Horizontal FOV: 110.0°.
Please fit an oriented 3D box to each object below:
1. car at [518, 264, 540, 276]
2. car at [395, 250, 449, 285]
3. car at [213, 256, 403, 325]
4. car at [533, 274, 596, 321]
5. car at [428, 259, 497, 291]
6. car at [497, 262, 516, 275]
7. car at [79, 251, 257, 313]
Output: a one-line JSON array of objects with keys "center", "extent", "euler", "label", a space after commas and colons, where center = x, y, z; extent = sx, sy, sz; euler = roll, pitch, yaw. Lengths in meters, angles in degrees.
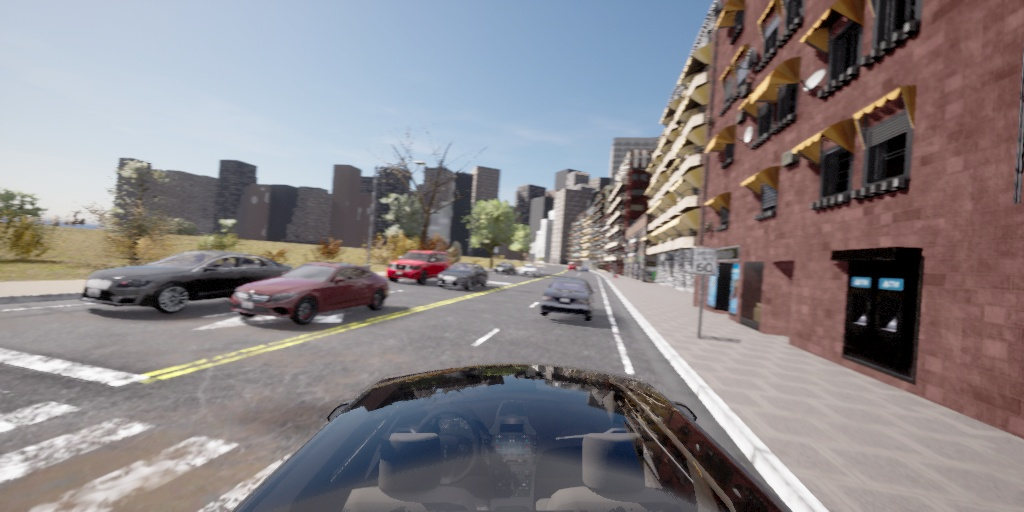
[{"center": [2.188, 1.736, 42.794], "extent": [1.812, 1.442, 4.674], "euler": [4, -1, 13], "label": "car"}, {"center": [-5.747, 0.651, 22.989], "extent": [2.150, 2.045, 5.566], "euler": [4, 0, 13], "label": "car"}, {"center": [-5.328, 0.904, 10.278], "extent": [1.812, 1.442, 4.674], "euler": [4, 0, 14], "label": "car"}, {"center": [2.299, 1.567, 14.243], "extent": [2.033, 1.411, 5.357], "euler": [4, 0, 13], "label": "car"}, {"center": [-2.791, 1.151, 21.469], "extent": [2.128, 1.511, 4.902], "euler": [4, 0, 13], "label": "car"}, {"center": [-0.770, 1.477, 44.333], "extent": [2.128, 1.511, 4.902], "euler": [4, -1, 13], "label": "car"}, {"center": [-8.648, 0.603, 10.277], "extent": [2.128, 1.511, 4.902], "euler": [4, 0, 13], "label": "car"}]
